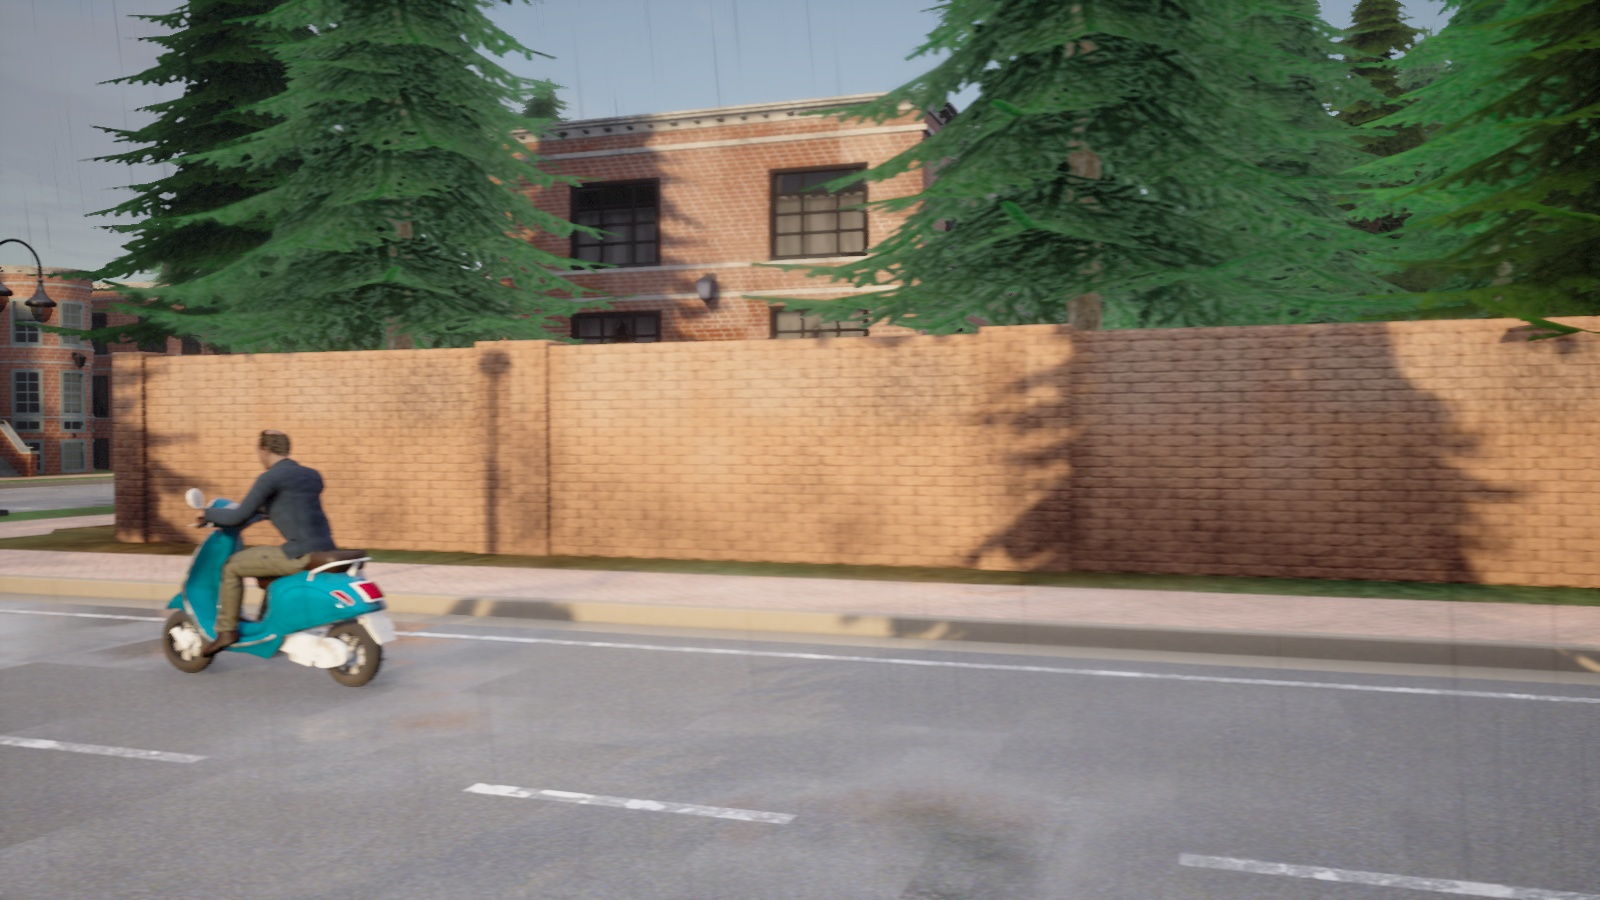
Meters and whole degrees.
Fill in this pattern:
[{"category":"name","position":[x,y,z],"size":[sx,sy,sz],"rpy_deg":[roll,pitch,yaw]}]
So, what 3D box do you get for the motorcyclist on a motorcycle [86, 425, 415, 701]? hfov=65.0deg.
[{"category":"motorcyclist on a motorcycle","position":[-3.469,0.639,7.959],"size":[1.817,1.590,0.866],"rpy_deg":[1,1,21]}]
